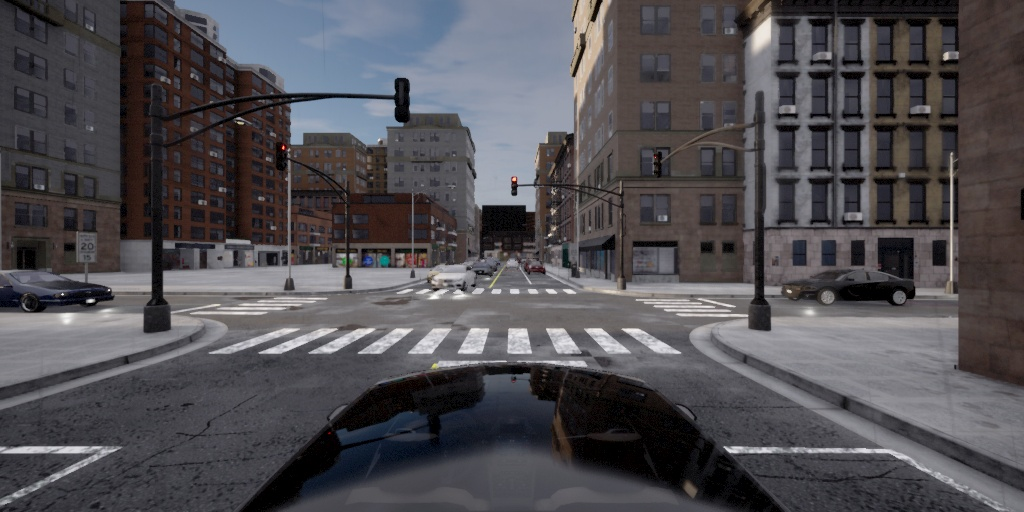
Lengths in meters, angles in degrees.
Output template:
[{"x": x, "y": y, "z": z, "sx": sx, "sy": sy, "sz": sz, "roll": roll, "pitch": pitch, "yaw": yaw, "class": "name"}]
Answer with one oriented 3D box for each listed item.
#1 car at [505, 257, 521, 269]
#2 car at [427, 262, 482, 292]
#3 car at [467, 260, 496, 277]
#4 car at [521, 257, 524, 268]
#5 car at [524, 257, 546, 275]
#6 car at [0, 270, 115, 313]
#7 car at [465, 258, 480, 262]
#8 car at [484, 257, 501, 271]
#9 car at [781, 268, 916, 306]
[{"x": 0.063, "y": 1.277, "z": 55.951, "sx": 1.812, "sy": 1.442, "sz": 4.674, "roll": 0, "pitch": 0, "yaw": 0, "class": "car"}, {"x": -3.338, "y": 1.275, "z": 21.594, "sx": 1.812, "sy": 1.442, "sz": 4.674, "roll": 0, "pitch": 0, "yaw": 6, "class": "car"}, {"x": -2.865, "y": 1.314, "z": 34.297, "sx": 1.994, "sy": 1.385, "sz": 4.181, "roll": 0, "pitch": 0, "yaw": 0, "class": "car"}, {"x": 2.609, "y": 1.065, "z": 45.089, "sx": 2.192, "sy": 1.841, "sz": 5.009, "roll": 0, "pitch": 0, "yaw": 0, "class": "car"}, {"x": 2.613, "y": 1.190, "z": 39.427, "sx": 1.967, "sy": 1.591, "sz": 4.097, "roll": 0, "pitch": 0, "yaw": 0, "class": "car"}, {"x": -17.810, "y": 1.215, "z": 12.894, "sx": 5.357, "sy": 1.411, "sz": 2.033, "roll": 0, "pitch": 0, "yaw": 0, "class": "car"}, {"x": -5.416, "y": 1.301, "z": 45.084, "sx": 2.007, "sy": 1.370, "sz": 4.403, "roll": 0, "pitch": 0, "yaw": 0, "class": "car"}, {"x": -2.867, "y": 1.243, "z": 46.990, "sx": 2.128, "sy": 1.511, "sz": 4.902, "roll": 0, "pitch": 0, "yaw": 0, "class": "car"}, {"x": 14.763, "y": 1.309, "z": 15.905, "sx": 5.008, "sy": 1.535, "sz": 1.882, "roll": 0, "pitch": 0, "yaw": -1, "class": "car"}]
